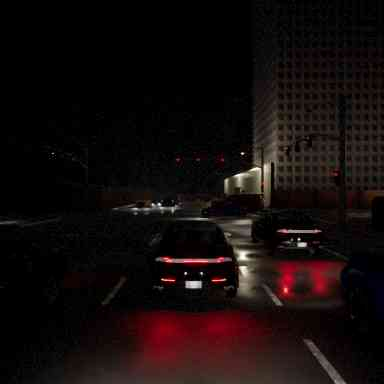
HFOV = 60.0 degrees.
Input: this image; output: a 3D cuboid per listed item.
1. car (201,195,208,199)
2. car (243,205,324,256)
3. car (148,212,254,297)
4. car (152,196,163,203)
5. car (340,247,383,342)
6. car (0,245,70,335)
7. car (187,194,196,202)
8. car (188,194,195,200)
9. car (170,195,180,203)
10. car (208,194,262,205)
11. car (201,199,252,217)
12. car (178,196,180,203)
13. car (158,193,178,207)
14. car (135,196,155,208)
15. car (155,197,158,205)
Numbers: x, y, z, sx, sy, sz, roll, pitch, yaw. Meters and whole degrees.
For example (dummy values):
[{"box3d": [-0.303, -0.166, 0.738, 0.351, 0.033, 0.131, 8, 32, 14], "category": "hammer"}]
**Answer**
[{"box3d": [3.487, 1.525, 70.666, 1.812, 1.442, 4.674, 0, 0, 0], "category": "car"}, {"box3d": [3.565, 1.492, 13.165, 2.128, 1.511, 4.902, 0, 0, 0], "category": "car"}, {"box3d": [0.046, 1.492, 8.547, 2.128, 1.511, 4.902, 0, 0, 0], "category": "car"}, {"box3d": [-7.087, 1.601, 68.806, 1.895, 1.301, 4.718, 0, 0, 0], "category": "car"}, {"box3d": [3.596, 1.221, 3.319, 2.150, 2.045, 5.566, 0, 0, 0], "category": "car"}, {"box3d": [-3.620, 1.601, 5.103, 1.895, 1.301, 4.718, 0, 0, 0], "category": "car"}, {"box3d": [-0.099, 1.347, 78.818, 2.097, 1.767, 4.553, 0, 0, 0], "category": "car"}, {"box3d": [-0.111, 1.328, 89.071, 1.837, 1.490, 4.892, 0, 0, 0], "category": "car"}, {"box3d": [-3.589, 1.478, 71.173, 1.882, 1.535, 5.008, 0, 0, 0], "category": "car"}, {"box3d": [4.796, 1.250, 35.769, 5.566, 2.045, 2.150, 0, 0, 0], "category": "car"}, {"box3d": [2.851, 1.594, 29.784, 4.181, 1.385, 1.994, 0, 0, -31], "category": "car"}, {"box3d": [-3.638, 1.221, 61.025, 2.150, 2.045, 5.566, 0, 0, 0], "category": "car"}, {"box3d": [-3.650, 1.352, 51.436, 2.097, 1.767, 4.553, 0, 0, 0], "category": "car"}, {"box3d": [-7.153, 1.478, 49.321, 1.882, 1.535, 5.008, 0, 0, 0], "category": "car"}, {"box3d": [-7.153, 1.478, 58.643, 1.882, 1.535, 5.008, 0, 0, 0], "category": "car"}]
